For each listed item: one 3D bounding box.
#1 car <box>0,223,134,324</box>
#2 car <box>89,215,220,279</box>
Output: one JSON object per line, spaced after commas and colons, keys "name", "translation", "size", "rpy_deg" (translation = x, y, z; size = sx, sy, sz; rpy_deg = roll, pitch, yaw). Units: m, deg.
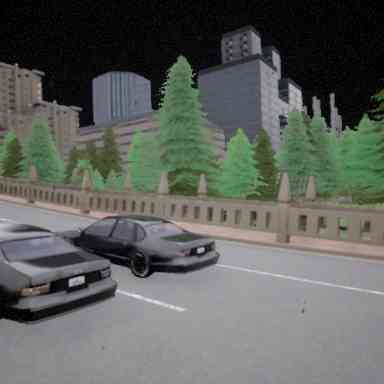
{"name": "car", "translation": [-3.883, 1.370, 6.763], "size": [5.357, 1.411, 2.033], "rpy_deg": [3, 2, 35]}
{"name": "car", "translation": [-1.830, 1.372, 9.598], "size": [5.357, 1.411, 2.033], "rpy_deg": [3, 2, 35]}
